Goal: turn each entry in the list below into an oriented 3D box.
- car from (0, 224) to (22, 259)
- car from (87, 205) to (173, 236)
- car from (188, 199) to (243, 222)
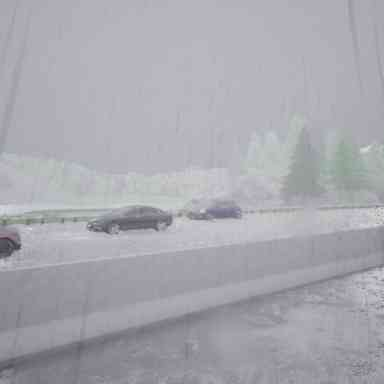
[{"bbox_3d":[-8.038,1.564,11.154,4.181,1.385,1.994,0,0,-35],"label":"car"},{"bbox_3d":[-3.385,1.533,18.766,4.892,1.490,1.837,0,0,-35],"label":"car"},{"bbox_3d":[1.903,1.412,26.826,4.553,1.767,2.097,0,0,-35],"label":"car"}]
